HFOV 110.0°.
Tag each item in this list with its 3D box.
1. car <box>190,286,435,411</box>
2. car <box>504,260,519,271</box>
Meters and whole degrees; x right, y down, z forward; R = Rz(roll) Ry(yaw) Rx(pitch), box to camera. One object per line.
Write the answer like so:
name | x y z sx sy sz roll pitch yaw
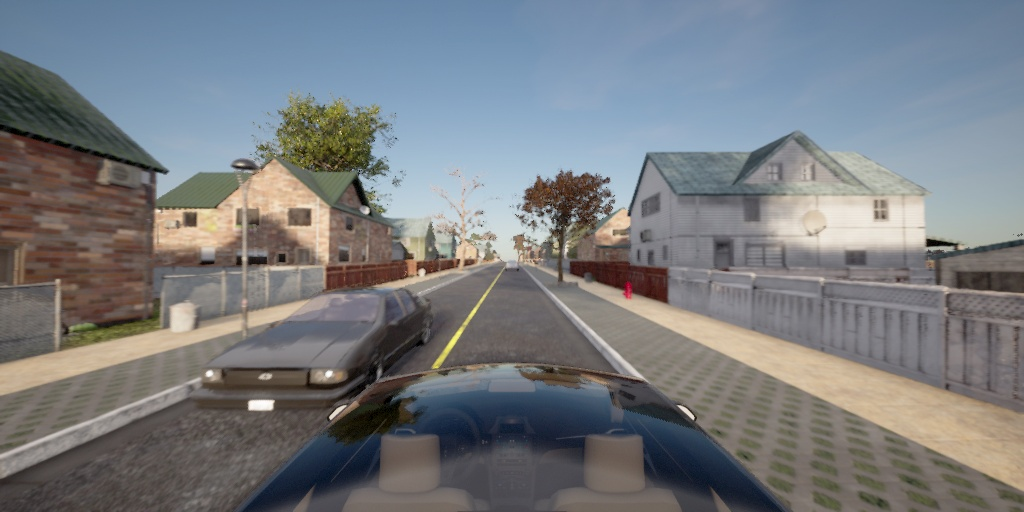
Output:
car | -2.818 1.303 6.709 2.033 1.411 5.357 0 0 0
car | -0.003 1.363 50.268 1.812 1.442 4.674 0 0 0
